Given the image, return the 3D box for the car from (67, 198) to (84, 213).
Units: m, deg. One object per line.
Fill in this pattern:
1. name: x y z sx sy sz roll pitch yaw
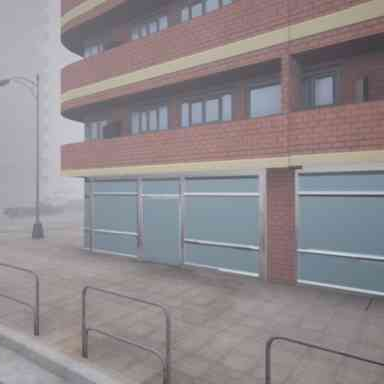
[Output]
1. car: -13.066 1.500 37.370 1.837 1.490 4.892 0 1 36

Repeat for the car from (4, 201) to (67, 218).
1. car: -14.169 1.598 29.949 1.895 1.301 4.718 0 0 36
